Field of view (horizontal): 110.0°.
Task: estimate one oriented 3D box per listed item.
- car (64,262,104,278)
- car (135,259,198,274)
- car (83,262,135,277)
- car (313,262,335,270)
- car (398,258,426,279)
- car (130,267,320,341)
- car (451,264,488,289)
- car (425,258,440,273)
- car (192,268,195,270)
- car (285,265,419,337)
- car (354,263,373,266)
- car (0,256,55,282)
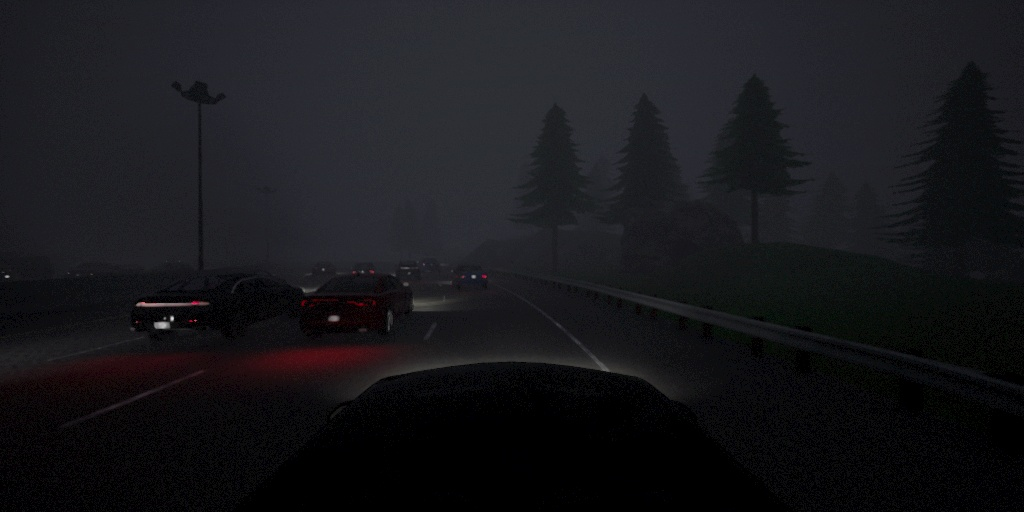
[{"bbox_3d":[-36.042,1.289,30.886,1.837,1.490,4.892,0,0,-30],"label":"car"},{"bbox_3d":[-27.151,1.244,28.643,2.128,1.511,4.902,0,0,-25],"label":"car"},{"bbox_3d":[-30.720,1.372,28.216,1.895,1.301,4.718,0,0,-25],"label":"car"},{"bbox_3d":[-18.606,1.248,35.528,1.994,1.385,4.181,0,0,-26],"label":"car"},{"bbox_3d":[-8.821,1.154,30.236,2.128,1.511,4.902,0,0,-20],"label":"car"},{"bbox_3d":[-7.616,1.239,9.973,2.128,1.511,4.902,0,0,-6],"label":"car"},{"bbox_3d":[-2.755,1.217,22.628,2.033,1.411,5.357,0,0,-14],"label":"car"},{"bbox_3d":[-9.731,0.971,41.066,2.097,1.767,4.553,0,0,-26],"label":"car"},{"bbox_3d":[-12.236,1.303,16.699,1.994,1.385,4.181,0,0,-12],"label":"car"},{"bbox_3d":[-4.143,1.208,10.318,1.882,1.535,5.008,0,0,-6],"label":"car"},{"bbox_3d":[-12.026,1.230,29.120,2.033,1.411,5.357,0,0,-20],"label":"car"},{"bbox_3d":[-38.102,1.026,27.481,2.150,2.045,5.566,0,1,-28],"label":"car"}]
